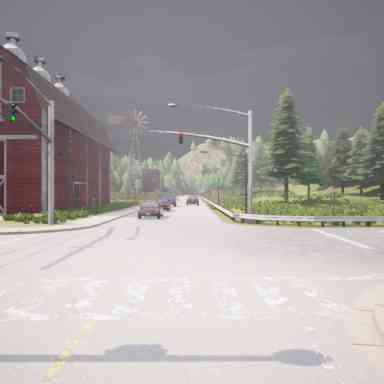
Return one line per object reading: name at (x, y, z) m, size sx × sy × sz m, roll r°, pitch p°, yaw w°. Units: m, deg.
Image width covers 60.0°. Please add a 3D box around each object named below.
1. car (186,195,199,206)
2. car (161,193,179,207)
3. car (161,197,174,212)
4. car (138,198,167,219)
car at (0.105, 1.352, 55.591) m, size 2.097 × 1.767 × 4.553 m, roll 0°, pitch 0°, yaw 0°
car at (-3.496, 1.223, 50.445) m, size 2.150 × 2.045 × 5.566 m, roll 0°, pitch 0°, yaw 0°
car at (-3.526, 1.601, 39.292) m, size 1.895 × 1.301 × 4.718 m, roll 0°, pitch 0°, yaw 0°
car at (-3.545, 1.526, 29.186) m, size 1.812 × 1.442 × 4.674 m, roll 0°, pitch 0°, yaw 0°
